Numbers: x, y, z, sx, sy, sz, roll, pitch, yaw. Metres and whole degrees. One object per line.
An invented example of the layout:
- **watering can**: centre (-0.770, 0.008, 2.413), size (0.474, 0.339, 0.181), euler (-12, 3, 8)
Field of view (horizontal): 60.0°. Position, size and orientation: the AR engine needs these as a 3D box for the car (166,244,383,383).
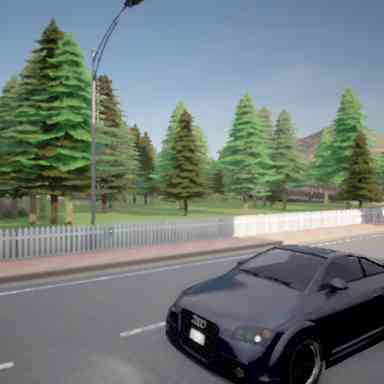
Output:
- **car**: centre (1.696, 1.567, 5.171), size (4.181, 1.385, 1.994), euler (0, 0, -35)
